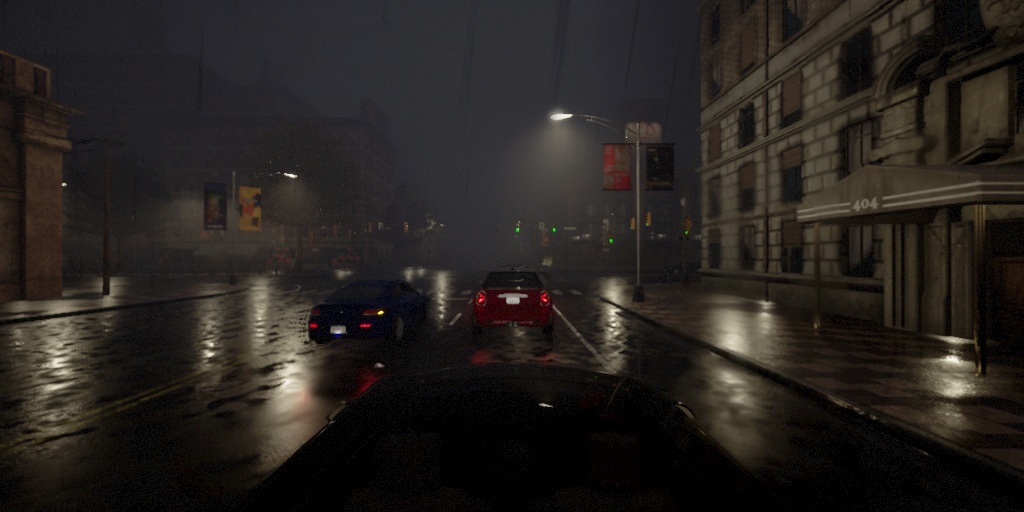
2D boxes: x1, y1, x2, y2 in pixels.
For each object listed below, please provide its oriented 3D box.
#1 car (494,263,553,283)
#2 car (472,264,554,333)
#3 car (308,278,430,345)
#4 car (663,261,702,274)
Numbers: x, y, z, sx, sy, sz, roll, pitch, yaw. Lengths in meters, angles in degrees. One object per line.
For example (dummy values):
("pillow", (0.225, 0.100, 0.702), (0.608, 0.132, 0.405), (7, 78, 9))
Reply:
("car", (0.950, 1.419, 30.485), (4.892, 1.490, 1.837), (1, 0, 0))
("car", (0.021, 1.132, 10.970), (2.097, 1.767, 4.553), (0, 0, 0))
("car", (-3.475, 1.301, 9.459), (1.812, 1.442, 4.674), (0, 0, 0))
("car", (20.337, 1.389, 42.102), (4.892, 1.490, 1.837), (0, 0, 0))
